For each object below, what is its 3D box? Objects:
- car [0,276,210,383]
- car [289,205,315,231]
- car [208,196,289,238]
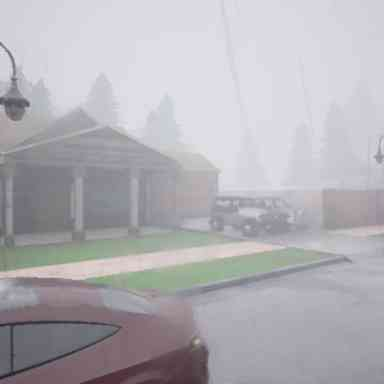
[{"bbox_3d":[-1.973,1.526,2.570,4.674,1.442,1.812,0,0,-36],"label":"car"},{"bbox_3d":[4.343,1.144,18.385,1.932,1.855,4.605,0,0,-35],"label":"car"},{"bbox_3d":[2.521,1.151,16.610,1.905,1.878,3.866,0,0,-35],"label":"car"}]
